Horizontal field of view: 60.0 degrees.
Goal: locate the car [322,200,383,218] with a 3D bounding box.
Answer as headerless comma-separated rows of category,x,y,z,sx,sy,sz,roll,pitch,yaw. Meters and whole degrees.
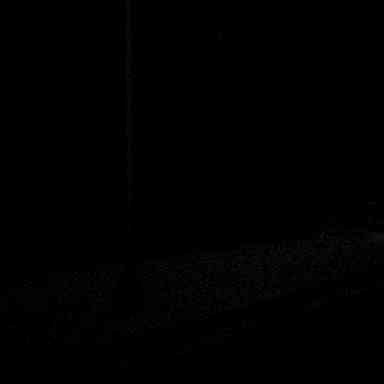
car,13.349,1.373,27.280,2.008,1.369,4.403,0,0,-35

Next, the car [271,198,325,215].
car,10.051,1.345,31.915,1.752,1.417,4.829,0,0,-35
